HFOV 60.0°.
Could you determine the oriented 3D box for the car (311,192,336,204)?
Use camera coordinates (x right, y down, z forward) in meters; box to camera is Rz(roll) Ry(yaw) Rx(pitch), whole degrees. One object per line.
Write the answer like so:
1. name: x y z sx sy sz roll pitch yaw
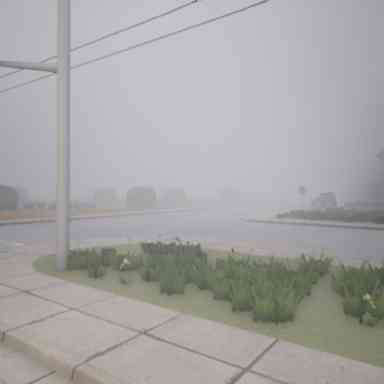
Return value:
1. car: 17.381 1.034 43.819 1.905 1.878 3.866 -5 -1 -8
